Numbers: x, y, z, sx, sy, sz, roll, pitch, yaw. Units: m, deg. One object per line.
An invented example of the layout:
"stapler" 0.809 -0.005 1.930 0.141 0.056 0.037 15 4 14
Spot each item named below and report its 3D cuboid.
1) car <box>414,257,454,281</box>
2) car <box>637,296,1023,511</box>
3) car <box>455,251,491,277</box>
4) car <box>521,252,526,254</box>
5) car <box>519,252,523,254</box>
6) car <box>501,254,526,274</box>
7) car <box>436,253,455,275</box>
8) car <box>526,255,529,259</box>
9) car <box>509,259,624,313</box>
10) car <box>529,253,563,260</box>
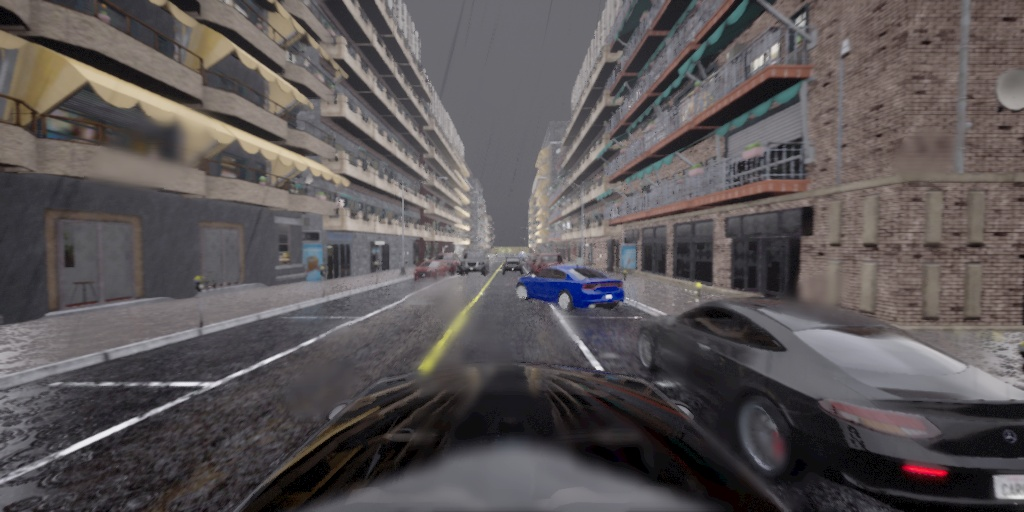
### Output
"car" -5.700 0.978 25.707 1.888 1.381 4.507 0 0 0
"car" 3.147 1.239 4.532 1.812 1.442 4.674 0 1 0
"car" -3.101 0.593 30.370 2.150 2.045 5.566 0 1 0
"car" 2.670 0.452 65.417 1.948 1.339 4.313 0 0 0
"car" 0.075 0.577 51.165 2.128 1.511 4.902 0 1 0
"car" 0.077 0.835 33.476 1.837 1.490 4.892 0 1 0
"car" -5.701 0.671 31.370 2.192 1.841 5.009 0 0 0
"car" 2.646 0.671 31.434 2.192 1.841 5.009 0 0 0
"car" 1.928 1.075 13.410 1.882 1.535 5.008 0 1 -26
"car" 2.648 0.748 25.768 2.192 1.841 5.009 0 0 0
